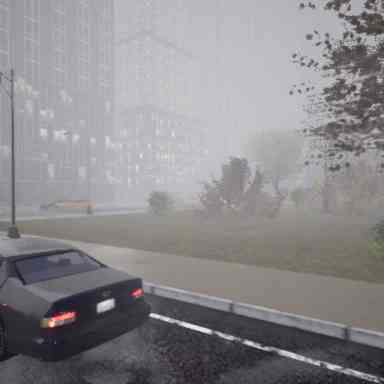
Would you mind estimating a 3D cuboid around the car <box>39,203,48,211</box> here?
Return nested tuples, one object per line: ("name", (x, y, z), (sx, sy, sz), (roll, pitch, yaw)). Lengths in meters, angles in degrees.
("car", (-17.018, 1.618, 42.562), (1.882, 1.535, 5.008), (-1, -1, 37))

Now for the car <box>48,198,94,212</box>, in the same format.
("car", (-14.392, 1.568, 40.649), (1.882, 1.535, 5.008), (-1, -1, 37))

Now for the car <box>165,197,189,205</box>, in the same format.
("car", (-2.791, 1.691, 61.305), (1.812, 1.442, 4.674), (-1, -1, 37))

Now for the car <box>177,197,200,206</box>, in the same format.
("car", (-0.412, 1.593, 59.069), (1.882, 1.535, 5.008), (-1, -1, 37))

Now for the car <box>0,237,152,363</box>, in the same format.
("car", (-3.155, 1.554, 5.914), (5.357, 1.411, 2.033), (0, 0, 37))
